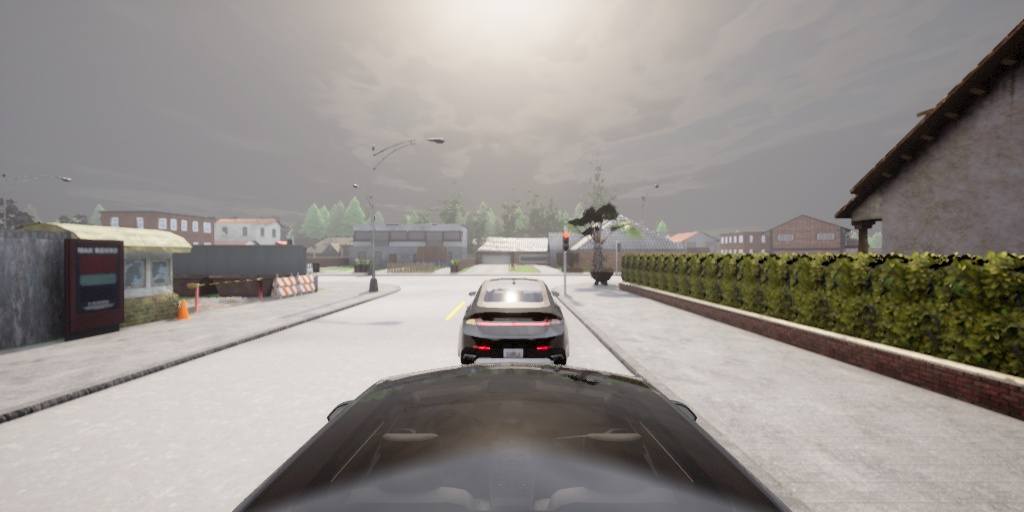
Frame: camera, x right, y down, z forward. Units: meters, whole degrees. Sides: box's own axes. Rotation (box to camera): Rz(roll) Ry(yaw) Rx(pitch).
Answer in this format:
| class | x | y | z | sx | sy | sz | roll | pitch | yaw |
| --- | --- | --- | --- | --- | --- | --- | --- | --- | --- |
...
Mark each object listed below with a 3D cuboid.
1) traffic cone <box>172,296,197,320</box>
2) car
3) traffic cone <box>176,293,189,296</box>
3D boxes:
| class | x | y | z | sx | sy | sz | roll | pitch | yaw |
| --- | --- | --- | --- | --- | --- | --- | --- | --- | --- |
| traffic cone | -9.672 | 1.556 | 10.551 | 0.344 | 0.586 | 0.344 | 0 | 0 | 0 |
| car | 0.042 | 1.213 | 7.722 | 2.128 | 1.511 | 4.902 | 0 | 0 | 1 |
| traffic cone | -10.392 | 1.525 | 11.071 | 0.344 | 0.586 | 0.344 | 0 | 0 | 0 |
